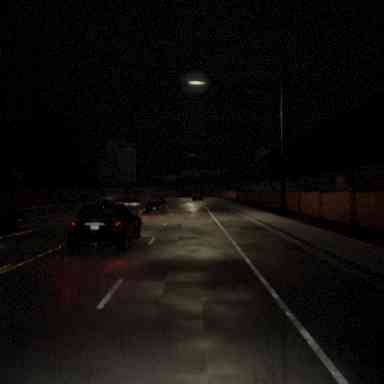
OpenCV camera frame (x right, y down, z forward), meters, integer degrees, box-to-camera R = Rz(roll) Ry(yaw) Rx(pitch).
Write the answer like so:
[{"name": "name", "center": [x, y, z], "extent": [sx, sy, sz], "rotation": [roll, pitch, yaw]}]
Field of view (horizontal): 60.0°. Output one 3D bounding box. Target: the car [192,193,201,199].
[{"name": "car", "center": [0.983, 0.924, 78.251], "extent": [1.837, 1.490, 4.892], "rotation": [0, 0, -2]}]

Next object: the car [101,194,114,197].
[{"name": "car", "center": [-14.050, 1.111, 55.283], "extent": [1.812, 1.442, 4.674], "rotation": [0, 1, 0]}]

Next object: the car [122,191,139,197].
[{"name": "car", "center": [-10.545, 0.789, 57.472], "extent": [2.150, 2.045, 5.566], "rotation": [0, 0, 1]}]

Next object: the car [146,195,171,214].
[{"name": "car", "center": [-3.398, 1.282, 32.398], "extent": [1.812, 1.442, 4.674], "rotation": [0, 0, 0]}]

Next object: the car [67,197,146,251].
[{"name": "car", "center": [-3.399, 1.248, 13.734], "extent": [2.097, 1.767, 4.553], "rotation": [0, 0, 0]}]

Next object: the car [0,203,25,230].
[{"name": "car", "center": [-10.599, 1.373, 17.377], "extent": [1.837, 1.490, 4.892], "rotation": [0, 0, 0]}]

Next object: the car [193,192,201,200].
[{"name": "car", "center": [1.052, 0.914, 72.218], "extent": [1.801, 1.575, 5.366], "rotation": [0, 0, 0]}]

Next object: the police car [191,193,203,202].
[{"name": "police car", "center": [1.052, 0.959, 62.134], "extent": [1.930, 1.638, 5.238], "rotation": [0, 0, 0]}]
